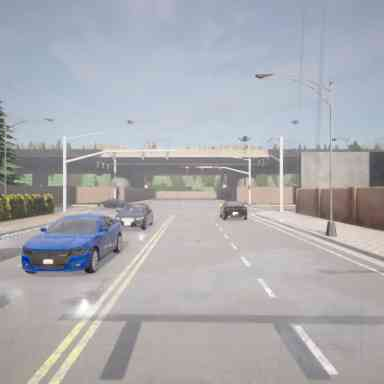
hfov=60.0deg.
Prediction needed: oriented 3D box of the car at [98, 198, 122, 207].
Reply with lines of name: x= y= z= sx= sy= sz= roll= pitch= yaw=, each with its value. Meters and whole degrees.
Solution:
car: x=-10.814 y=1.534 z=45.724 sx=4.181 sy=1.385 sz=1.994 roll=0 pitch=0 yaw=18

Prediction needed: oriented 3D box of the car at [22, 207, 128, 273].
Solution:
car: x=-3.607 y=1.478 z=10.847 sx=1.882 sy=1.535 sz=5.008 roll=0 pitch=0 yaw=0

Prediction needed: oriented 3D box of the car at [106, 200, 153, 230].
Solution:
car: x=-3.580 y=1.492 z=21.013 sx=2.128 sy=1.511 sz=4.902 roll=0 pitch=0 yaw=1

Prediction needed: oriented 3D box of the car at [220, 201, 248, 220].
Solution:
car: x=3.449 y=1.478 z=28.108 sx=1.882 sy=1.535 sz=5.008 roll=0 pitch=0 yaw=0
